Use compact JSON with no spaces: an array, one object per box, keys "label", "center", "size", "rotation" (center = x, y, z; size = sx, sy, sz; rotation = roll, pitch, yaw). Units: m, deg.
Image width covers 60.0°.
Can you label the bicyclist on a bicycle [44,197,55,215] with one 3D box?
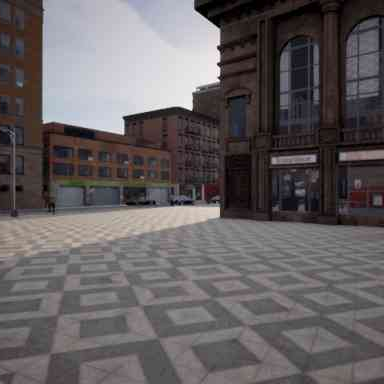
[{"label":"bicyclist on a bicycle","center":[-13.015,1.284,30.370],"size":[1.656,1.620,0.582],"rotation":[0,0,36]}]

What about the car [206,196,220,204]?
[{"label":"car","center":[4.448,1.443,59.942],"size":[1.837,1.490,4.892],"rotation":[0,0,36]}]

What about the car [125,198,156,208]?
[{"label":"car","center":[-7.487,1.552,48.665],"size":[1.895,1.301,4.718],"rotation":[0,0,36]}]

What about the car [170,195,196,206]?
[{"label":"car","center":[-1.373,1.302,51.787],"size":[2.097,1.767,4.553],"rotation":[0,0,36]}]
